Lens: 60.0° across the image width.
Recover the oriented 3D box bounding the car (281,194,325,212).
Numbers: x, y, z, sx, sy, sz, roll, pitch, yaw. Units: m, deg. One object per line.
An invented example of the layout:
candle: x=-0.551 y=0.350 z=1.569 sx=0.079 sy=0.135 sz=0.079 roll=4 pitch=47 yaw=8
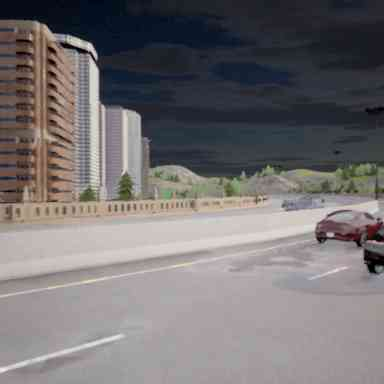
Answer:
car: x=9.620 y=1.315 z=28.058 sx=2.097 sy=1.767 sz=4.553 roll=-1 pitch=0 yaw=38

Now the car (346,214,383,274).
car: x=6.558 y=1.456 z=9.396 sx=4.902 sy=1.511 sz=2.128 roll=0 pitch=0 yaw=-42

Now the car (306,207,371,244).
car: x=7.086 y=1.492 z=14.652 sx=4.674 sy=1.442 sz=1.812 roll=0 pitch=0 yaw=-44

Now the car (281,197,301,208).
car: x=14.080 y=1.482 z=47.117 sx=1.812 sy=1.442 sz=4.674 roll=0 pitch=0 yaw=28
